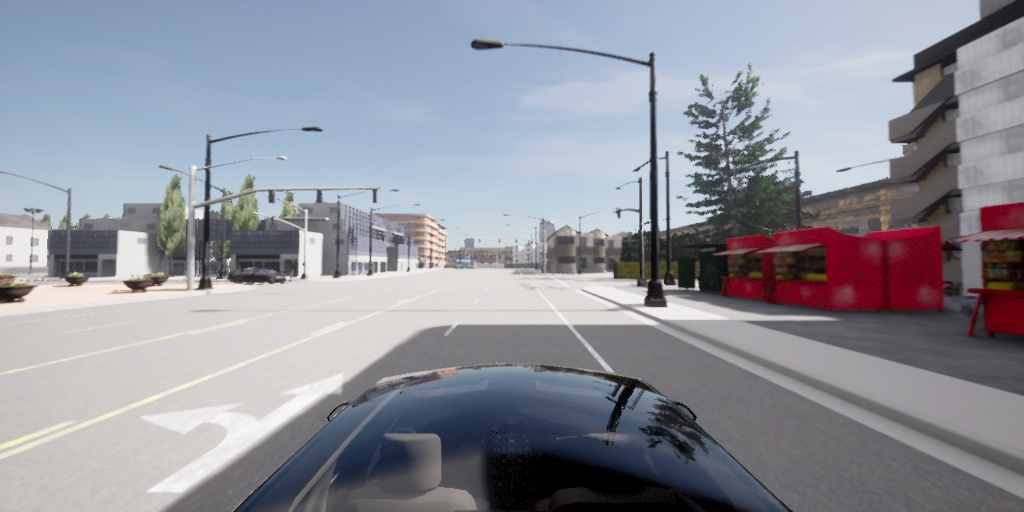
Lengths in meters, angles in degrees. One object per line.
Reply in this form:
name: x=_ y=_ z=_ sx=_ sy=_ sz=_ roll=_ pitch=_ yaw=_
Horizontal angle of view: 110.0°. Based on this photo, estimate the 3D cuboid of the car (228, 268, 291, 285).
car: x=-22.178 y=1.799 z=31.622 sx=4.902 sy=1.511 sz=2.128 roll=1 pitch=-2 yaw=0
